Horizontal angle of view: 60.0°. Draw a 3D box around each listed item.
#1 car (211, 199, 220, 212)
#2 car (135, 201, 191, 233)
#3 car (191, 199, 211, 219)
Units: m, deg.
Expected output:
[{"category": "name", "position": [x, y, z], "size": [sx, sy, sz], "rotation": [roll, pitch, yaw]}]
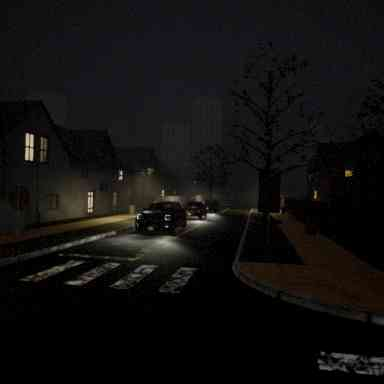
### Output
[{"category": "car", "position": [2.226, 1.561, 39.587], "size": [2.128, 1.511, 4.902], "rotation": [1, 0, 11]}, {"category": "car", "position": [-1.699, 1.335, 19.526], "size": [2.097, 1.767, 4.553], "rotation": [1, 0, 11]}, {"category": "car", "position": [0.222, 1.550, 29.388], "size": [1.812, 1.442, 4.674], "rotation": [1, 0, 11]}]
